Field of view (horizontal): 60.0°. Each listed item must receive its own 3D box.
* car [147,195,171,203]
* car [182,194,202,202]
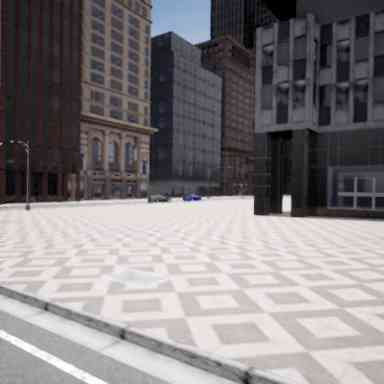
[{"bbox_3d":[-5.657,1.229,58.098,2.128,1.511,4.902,1,1,36],"label":"car"},{"bbox_3d":[0.117,1.171,66.347,1.882,1.535,5.008,1,1,35],"label":"car"}]
